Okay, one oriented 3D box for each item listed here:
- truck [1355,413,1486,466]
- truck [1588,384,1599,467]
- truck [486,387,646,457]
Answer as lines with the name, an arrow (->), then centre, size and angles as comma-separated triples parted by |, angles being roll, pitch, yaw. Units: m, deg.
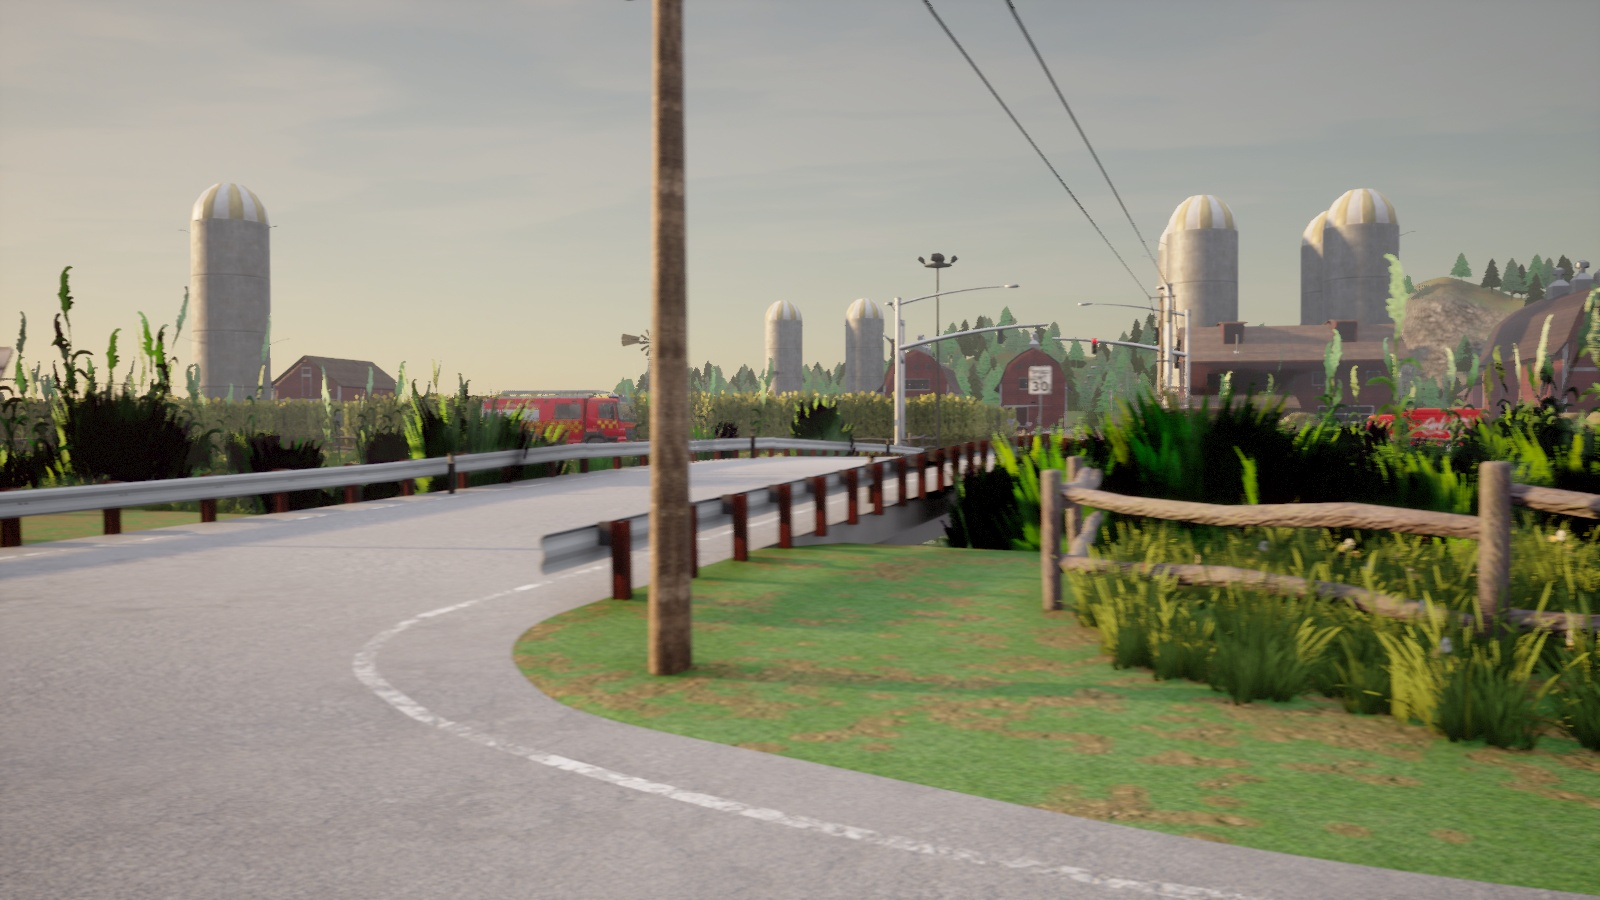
truck -> 29.793, -0.539, 60.492 | 5.204, 2.467, 2.627 | 1, 1, 15
truck -> 41.304, -1.105, 57.370 | 8.468, 3.827, 2.891 | 1, 1, 15
truck -> -13.274, -1.588, 71.427 | 8.468, 3.827, 2.891 | 1, 1, 12
